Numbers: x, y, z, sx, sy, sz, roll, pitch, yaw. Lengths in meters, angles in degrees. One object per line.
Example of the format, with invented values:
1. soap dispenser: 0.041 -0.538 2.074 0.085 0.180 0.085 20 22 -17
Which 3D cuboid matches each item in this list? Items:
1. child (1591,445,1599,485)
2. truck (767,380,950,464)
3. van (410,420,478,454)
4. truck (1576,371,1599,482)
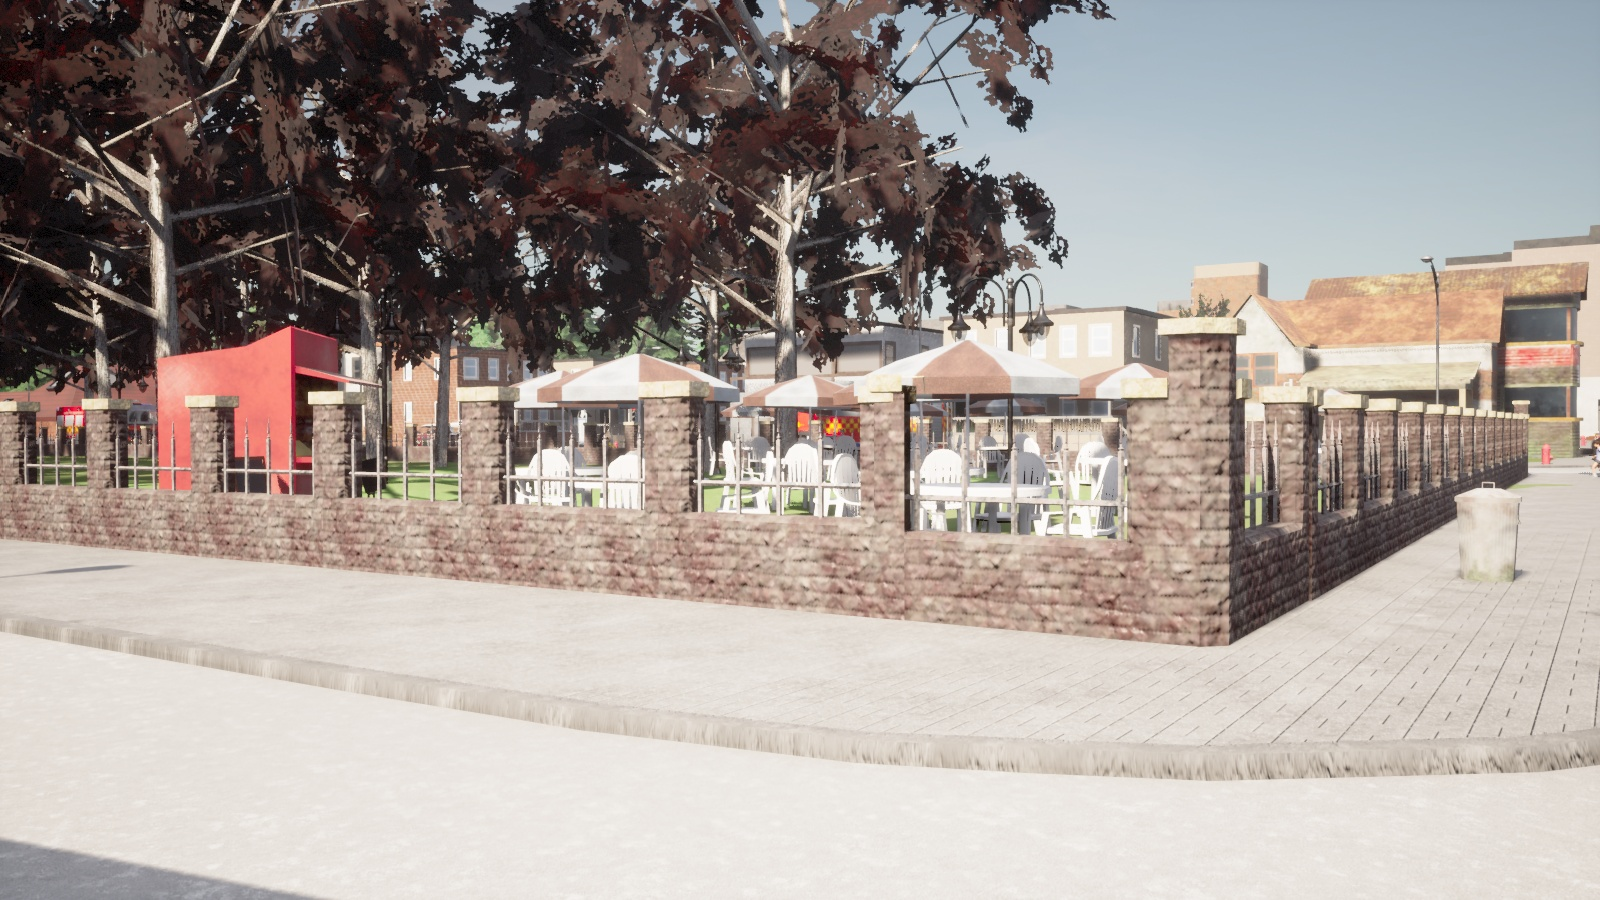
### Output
1. child: 22.337 0.405 35.065 0.394 1.110 0.255 1 1 38
2. truck: 2.735 -1.345 60.455 8.468 3.827 2.891 1 1 33
3. van: -22.028 -0.838 77.942 2.069 2.038 4.480 0 1 14
4. truck: 27.246 -0.678 36.746 2.891 3.462 7.936 0 1 -14
